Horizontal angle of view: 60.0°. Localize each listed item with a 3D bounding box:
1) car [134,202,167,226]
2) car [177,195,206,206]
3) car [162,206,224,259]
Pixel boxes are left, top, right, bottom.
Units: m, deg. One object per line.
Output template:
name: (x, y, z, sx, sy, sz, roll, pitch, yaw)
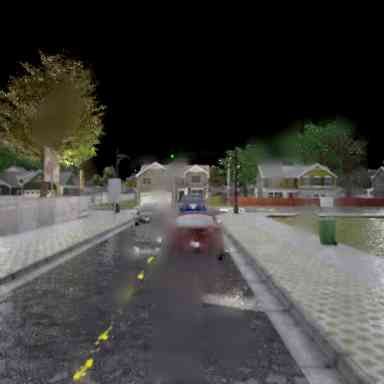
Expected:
car: (-2.784, 1.504, 23.225, 1.837, 1.490, 4.892, 0, 0, 1)
car: (0.002, 1.218, 27.221, 2.150, 2.045, 5.566, 0, 0, -2)
car: (0.107, 1.477, 12.651, 1.882, 1.535, 5.008, 0, 0, 0)
